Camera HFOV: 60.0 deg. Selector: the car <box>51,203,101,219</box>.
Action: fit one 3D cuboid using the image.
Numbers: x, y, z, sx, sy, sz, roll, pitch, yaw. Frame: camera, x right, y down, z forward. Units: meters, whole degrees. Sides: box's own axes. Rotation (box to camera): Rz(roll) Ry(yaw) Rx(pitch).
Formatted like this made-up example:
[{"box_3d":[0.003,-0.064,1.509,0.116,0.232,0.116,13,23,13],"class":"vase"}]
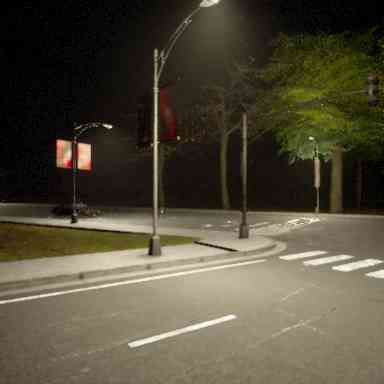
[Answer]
[{"box_3d":[-11.241,1.742,32.043,5.357,1.411,2.033,0,0,32],"class":"car"}]
